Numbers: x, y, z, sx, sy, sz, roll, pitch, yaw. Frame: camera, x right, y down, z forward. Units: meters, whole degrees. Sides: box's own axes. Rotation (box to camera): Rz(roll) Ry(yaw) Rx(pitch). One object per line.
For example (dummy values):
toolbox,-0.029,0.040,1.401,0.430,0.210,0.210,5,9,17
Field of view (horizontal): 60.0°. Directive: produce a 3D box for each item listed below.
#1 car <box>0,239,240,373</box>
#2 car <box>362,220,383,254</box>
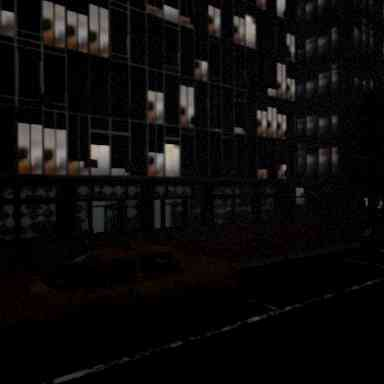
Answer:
car,-1.363,1.526,5.591,4.829,1.417,1.752,0,-1,-35
car,8.044,1.438,12.272,4.097,1.590,1.967,0,-1,-35
